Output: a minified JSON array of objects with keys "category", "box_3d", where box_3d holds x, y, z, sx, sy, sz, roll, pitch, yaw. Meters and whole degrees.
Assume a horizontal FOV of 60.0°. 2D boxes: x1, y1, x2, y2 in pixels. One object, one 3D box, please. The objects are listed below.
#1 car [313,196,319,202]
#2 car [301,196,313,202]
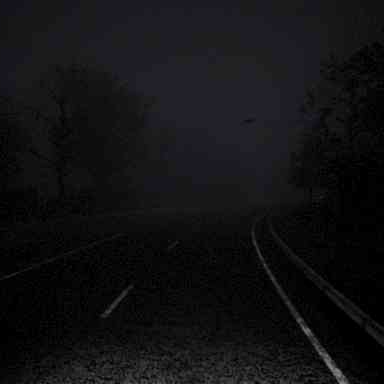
[{"category":"car","box_3d":[30.789,1.480,77.440,2.128,1.511,4.902,-3,-3,42]},{"category":"car","box_3d":[27.457,1.601,78.938,1.812,1.442,4.674,-3,-3,41]}]
